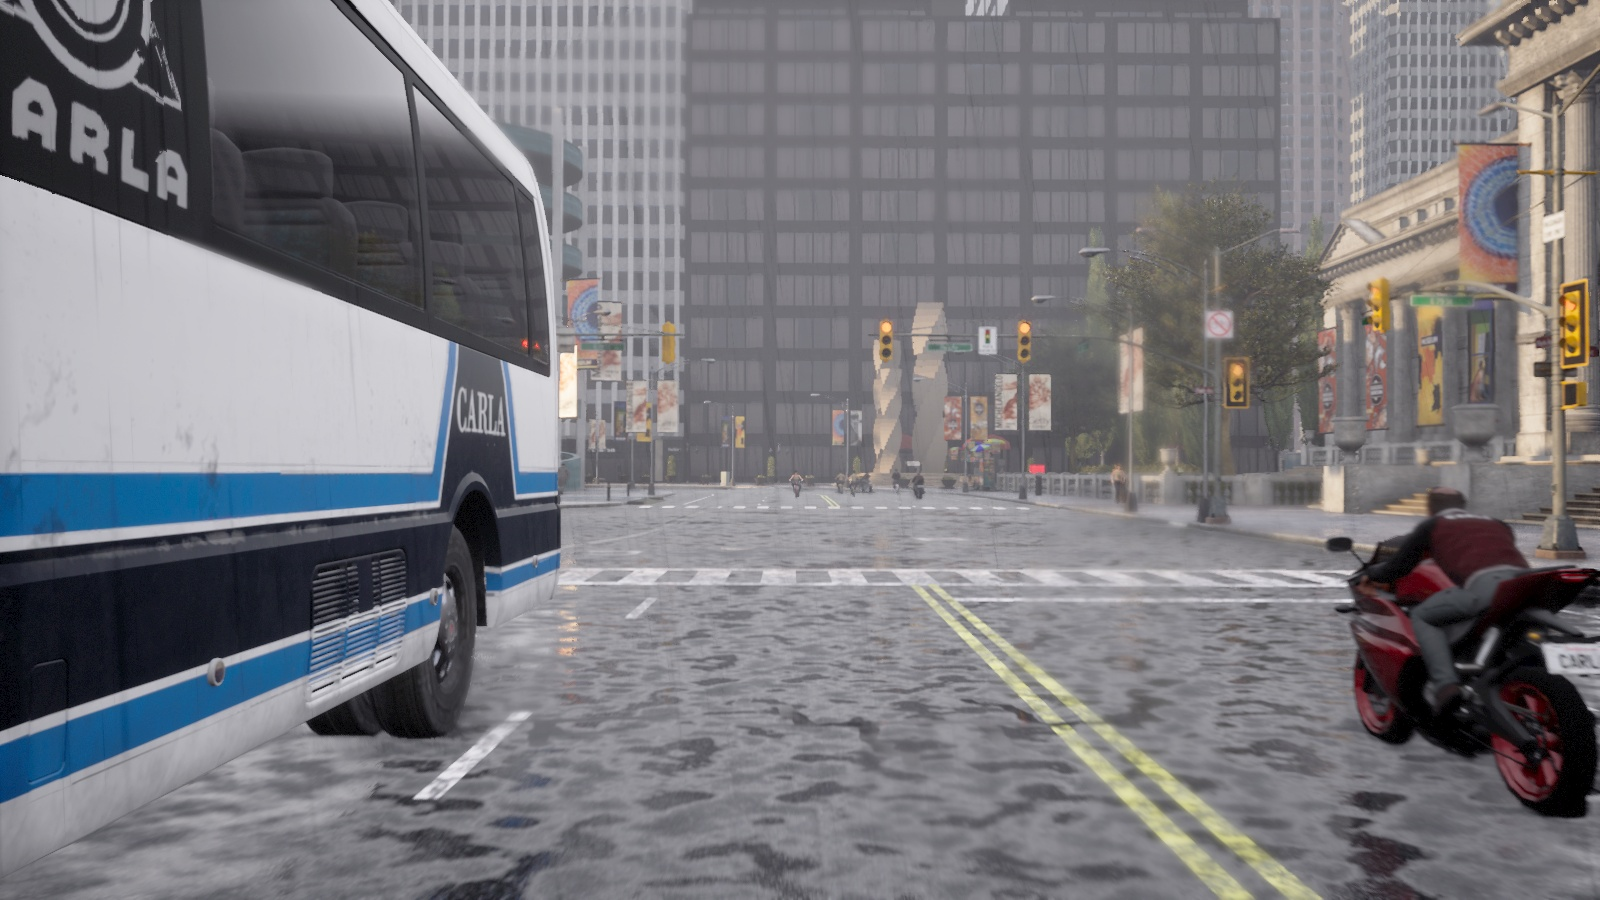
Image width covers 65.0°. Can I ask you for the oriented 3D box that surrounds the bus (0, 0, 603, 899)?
[{"bbox_3d":[-3.518,-0.468,4.787,3.944,4.253,10.273,0,-1,0],"label":"bus"}]

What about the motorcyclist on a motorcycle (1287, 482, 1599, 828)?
[{"bbox_3d":[3.483,0.949,6.742,0.866,1.530,2.191,0,-1,0],"label":"motorcyclist on a motorcycle"}]

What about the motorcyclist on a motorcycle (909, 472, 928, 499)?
[{"bbox_3d":[6.798,2.030,72.007,0.866,1.530,2.191,0,-1,0],"label":"motorcyclist on a motorcycle"}]

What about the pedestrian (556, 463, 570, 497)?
[{"bbox_3d":[-13.605,1.734,72.104,0.659,1.952,0.873,0,-1,-3],"label":"pedestrian"}]

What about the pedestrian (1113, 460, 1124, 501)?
[{"bbox_3d":[14.090,1.346,55.523,0.345,1.836,0.594,0,-1,0],"label":"pedestrian"}]
